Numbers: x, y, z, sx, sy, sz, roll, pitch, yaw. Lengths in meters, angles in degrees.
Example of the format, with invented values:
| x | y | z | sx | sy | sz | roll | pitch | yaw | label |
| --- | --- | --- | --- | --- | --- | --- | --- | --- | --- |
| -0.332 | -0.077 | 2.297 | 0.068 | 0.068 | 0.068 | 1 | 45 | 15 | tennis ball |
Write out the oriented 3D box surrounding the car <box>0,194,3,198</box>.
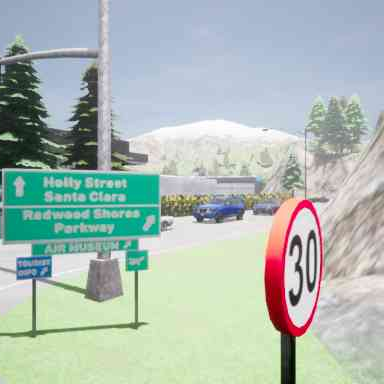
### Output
| x | y | z | sx | sy | sz | roll | pitch | yaw | label |
| --- | --- | --- | --- | --- | --- | --- | --- | --- | --- |
| -38.725 | 1.490 | 69.883 | 4.514 | 1.523 | 2.007 | 0 | 0 | 35 | car |

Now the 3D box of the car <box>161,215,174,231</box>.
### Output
| x | y | z | sx | sy | sz | roll | pitch | yaw | label |
| --- | --- | --- | --- | --- | --- | --- | --- | --- | --- |
| -3.253 | 1.792 | 20.021 | 1.895 | 1.301 | 4.718 | 0 | 0 | 36 | car |

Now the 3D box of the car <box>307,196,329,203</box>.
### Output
| x | y | z | sx | sy | sz | roll | pitch | yaw | label |
| --- | --- | --- | --- | --- | --- | --- | --- | --- | --- |
| 28.319 | 1.717 | 74.690 | 2.128 | 1.511 | 4.902 | 0 | 0 | -42 | car |

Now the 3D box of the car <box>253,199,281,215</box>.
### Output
| x | y | z | sx | sy | sz | roll | pitch | yaw | label |
| --- | --- | --- | --- | --- | --- | --- | --- | --- | --- |
| 8.345 | 1.544 | 36.034 | 2.097 | 1.767 | 4.553 | 0 | 0 | 36 | car |

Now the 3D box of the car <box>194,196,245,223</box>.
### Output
| x | y | z | sx | sy | sz | roll | pitch | yaw | label |
| --- | --- | --- | --- | --- | --- | --- | --- | --- | --- |
| 2.431 | 1.413 | 27.877 | 2.150 | 2.045 | 5.566 | 0 | 0 | 36 | car |

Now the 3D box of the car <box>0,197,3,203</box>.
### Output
| x | y | z | sx | sy | sz | roll | pitch | yaw | label |
| --- | --- | --- | --- | --- | --- | --- | --- | --- | --- |
| -12.410 | 1.505 | 26.008 | 1.905 | 1.878 | 3.866 | 0 | 0 | 35 | car |
